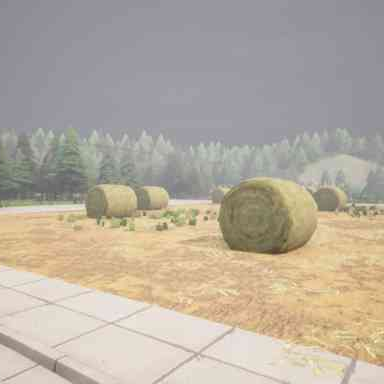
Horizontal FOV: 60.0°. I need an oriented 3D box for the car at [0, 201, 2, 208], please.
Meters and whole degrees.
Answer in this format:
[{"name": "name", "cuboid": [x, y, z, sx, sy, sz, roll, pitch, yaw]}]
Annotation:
[{"name": "car", "cuboid": [-23.523, 1.423, 36.639, 1.812, 1.442, 4.674, 0, 0, 36]}]
